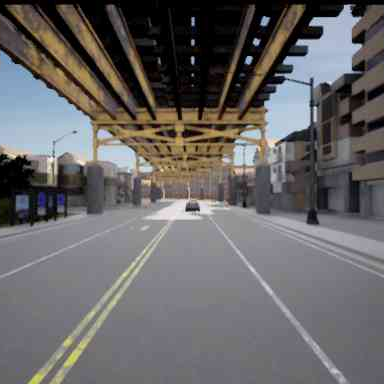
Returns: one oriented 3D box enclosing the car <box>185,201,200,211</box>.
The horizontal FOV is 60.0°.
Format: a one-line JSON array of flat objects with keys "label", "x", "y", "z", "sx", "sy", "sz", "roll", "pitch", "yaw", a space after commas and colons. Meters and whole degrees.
[{"label": "car", "x": 0.094, "y": 1.926, "z": 45.784, "sx": 1.994, "sy": 1.385, "sz": 4.181, "roll": 0, "pitch": 0, "yaw": 0}]
